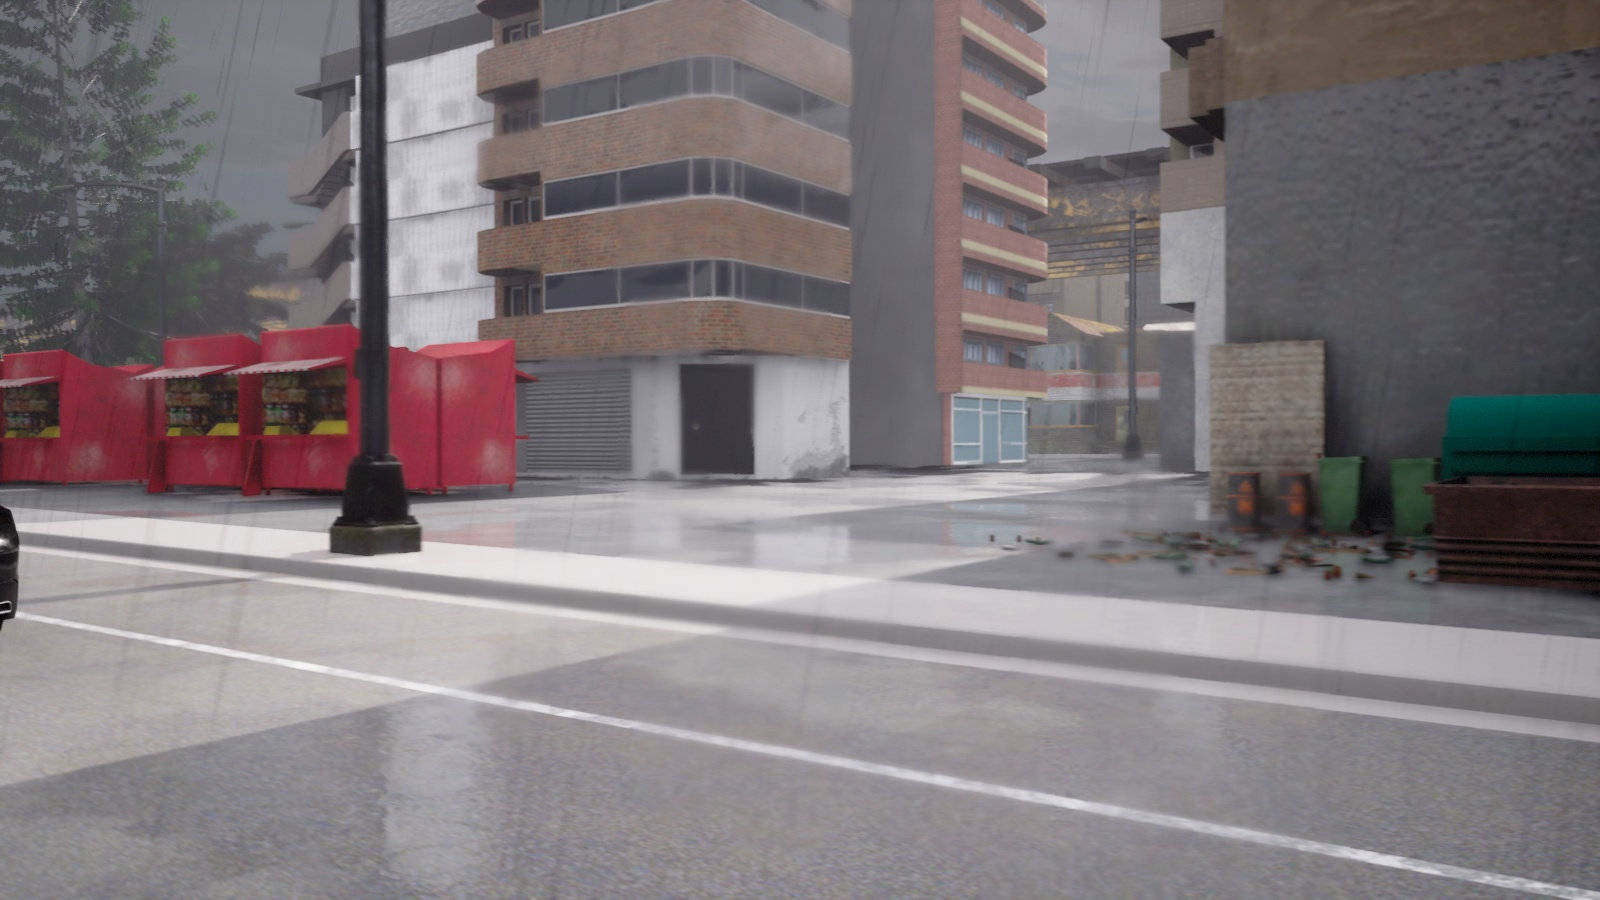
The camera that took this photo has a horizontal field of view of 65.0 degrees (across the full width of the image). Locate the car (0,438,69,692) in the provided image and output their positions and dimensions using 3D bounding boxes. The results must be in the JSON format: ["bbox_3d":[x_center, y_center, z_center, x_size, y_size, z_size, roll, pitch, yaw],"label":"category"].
[{"bbox_3d":[-7.053,0.688,8.311,4.892,1.490,1.837,0,1,34],"label":"car"}]
